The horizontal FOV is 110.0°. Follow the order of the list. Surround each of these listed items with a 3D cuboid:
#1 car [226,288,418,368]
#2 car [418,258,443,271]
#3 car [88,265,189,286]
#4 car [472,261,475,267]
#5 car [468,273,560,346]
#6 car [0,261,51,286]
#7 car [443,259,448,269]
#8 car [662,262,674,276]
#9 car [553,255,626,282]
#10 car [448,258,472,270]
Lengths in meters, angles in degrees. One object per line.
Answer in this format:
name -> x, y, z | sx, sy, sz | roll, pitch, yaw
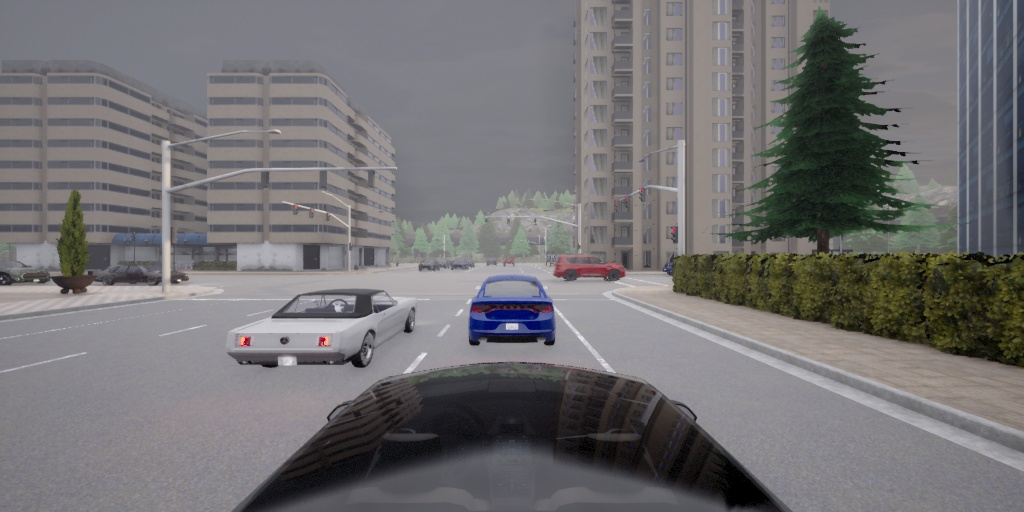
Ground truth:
car -> -3.496, 1.351, 7.815 | 1.895, 1.301, 4.718 | 0, 0, 0
car -> -11.011, 1.102, 47.891 | 2.097, 1.767, 4.553 | 0, 0, 0
car -> -25.654, 1.297, 24.773 | 5.357, 1.411, 2.033 | 0, 0, 0
car -> -7.610, 1.297, 62.551 | 2.033, 1.411, 5.357 | 0, 0, 1
car -> -0.004, 1.228, 9.481 | 1.882, 1.535, 5.008 | 0, 0, 0
car -> -35.098, 1.102, 24.782 | 4.553, 1.767, 2.097 | 0, 0, 0
car -> -11.083, 1.255, 56.976 | 1.837, 1.490, 4.892 | 0, 0, 0
car -> 17.893, 0.971, 35.428 | 5.566, 2.045, 2.150 | 0, 0, 0
car -> 6.013, 0.971, 28.242 | 5.566, 2.045, 2.150 | 0, 0, 0
car -> -7.546, 1.102, 52.110 | 2.097, 1.767, 4.553 | 0, 0, 0
